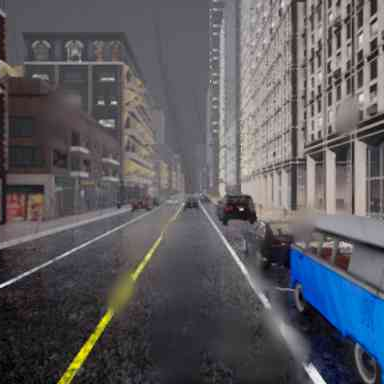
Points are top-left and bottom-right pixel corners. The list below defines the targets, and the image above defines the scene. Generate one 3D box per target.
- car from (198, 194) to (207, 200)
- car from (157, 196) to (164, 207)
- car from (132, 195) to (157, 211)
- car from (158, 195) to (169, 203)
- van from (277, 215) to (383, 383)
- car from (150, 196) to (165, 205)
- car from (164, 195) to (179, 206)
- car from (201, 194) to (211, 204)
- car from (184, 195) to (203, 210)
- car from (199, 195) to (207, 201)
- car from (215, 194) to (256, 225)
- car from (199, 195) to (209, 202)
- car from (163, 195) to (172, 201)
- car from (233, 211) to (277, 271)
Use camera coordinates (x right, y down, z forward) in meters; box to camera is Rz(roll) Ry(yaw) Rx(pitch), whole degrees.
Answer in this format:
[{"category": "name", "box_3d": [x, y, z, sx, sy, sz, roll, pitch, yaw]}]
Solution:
[{"category": "car", "box_3d": [2.649, 1.294, 84.039, 1.967, 1.590, 4.097, 0, 0, 0]}, {"category": "car", "box_3d": [-5.714, 1.466, 50.144, 1.947, 1.339, 4.313, 0, 0, 0]}, {"category": "car", "box_3d": [-5.709, 1.235, 38.846, 2.192, 1.841, 5.009, 0, 0, 0]}, {"category": "car", "box_3d": [-5.723, 1.400, 66.919, 1.752, 1.417, 4.829, 0, 0, 0]}, {"category": "van", "box_3d": [2.688, 1.329, 4.959, 1.690, 1.788, 3.998, 0, 0, 0]}, {"category": "car", "box_3d": [-5.717, 1.442, 55.792, 2.008, 1.369, 4.403, 0, 0, 0]}, {"category": "car", "box_3d": [-3.096, 1.498, 51.222, 1.895, 1.301, 4.718, 0, 0, 0]}, {"category": "car", "box_3d": [2.660, 1.463, 61.445, 1.802, 1.307, 4.206, 0, 0, 0]}, {"category": "car", "box_3d": [-0.007, 1.469, 40.602, 2.033, 1.411, 5.357, 0, 0, 0]}, {"category": "car", "box_3d": [2.651, 1.442, 78.391, 1.802, 1.307, 4.206, 0, 0, 0]}, {"category": "car", "box_3d": [3.095, 1.176, 23.546, 2.150, 2.045, 5.566, 0, 0, 0]}, {"category": "car", "box_3d": [2.655, 1.432, 72.742, 1.947, 1.339, 4.313, 0, 0, 0]}, {"category": "car", "box_3d": [-5.728, 1.405, 78.387, 1.887, 1.381, 4.507, 0, 0, 0]}, {"category": "car", "box_3d": [2.685, 1.526, 10.608, 2.008, 1.369, 4.403, 0, 0, 0]}]
